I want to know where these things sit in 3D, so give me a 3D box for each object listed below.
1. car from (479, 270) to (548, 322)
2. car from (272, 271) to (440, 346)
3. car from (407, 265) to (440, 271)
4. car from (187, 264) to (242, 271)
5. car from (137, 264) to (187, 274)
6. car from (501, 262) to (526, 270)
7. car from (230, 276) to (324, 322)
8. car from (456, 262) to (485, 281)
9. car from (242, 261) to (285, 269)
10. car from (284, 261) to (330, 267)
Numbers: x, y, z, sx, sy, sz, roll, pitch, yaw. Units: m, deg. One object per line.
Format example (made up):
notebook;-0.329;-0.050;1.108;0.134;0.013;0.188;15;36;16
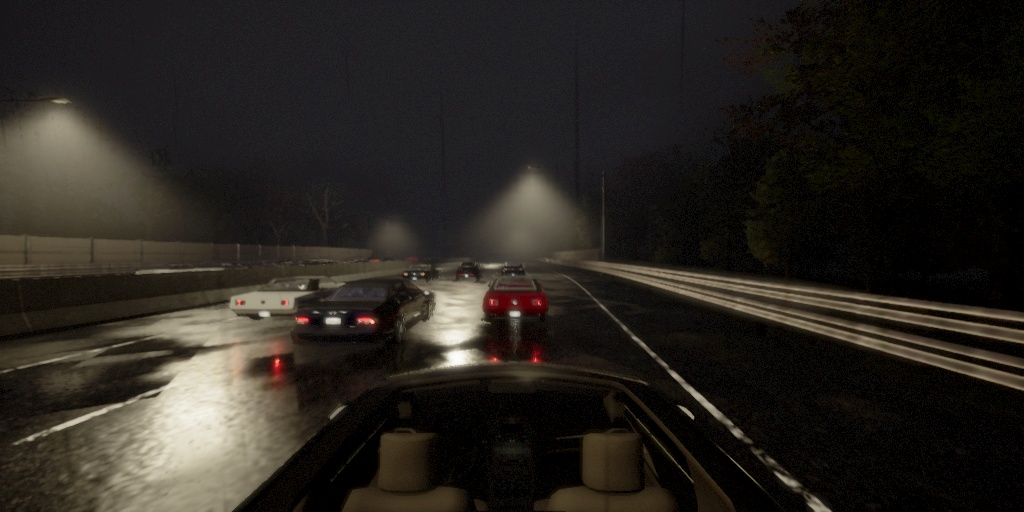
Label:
car;0.100;1.338;12.279;1.895;1.301;4.718;0;0;0
car;-3.402;1.288;9.348;2.033;1.411;5.357;0;0;0
car;-6.896;1.325;27.646;1.895;1.301;4.718;0;0;0
car;-24.590;1.323;30.706;1.895;1.301;4.718;0;0;0
car;-27.902;1.323;29.588;1.895;1.301;4.718;0;0;-2
car;0.104;1.215;29.193;2.128;1.511;4.902;0;0;0
car;-6.900;1.338;12.236;1.895;1.301;4.718;0;0;0
car;-3.395;1.228;29.238;1.837;1.490;4.892;0;0;0
car;-21.086;1.213;32.180;2.128;1.511;4.902;0;0;0
car;-17.587;1.226;31.921;1.837;1.490;4.892;0;0;0
